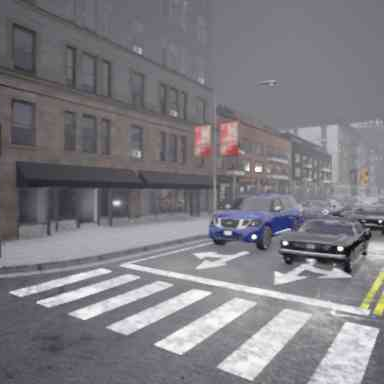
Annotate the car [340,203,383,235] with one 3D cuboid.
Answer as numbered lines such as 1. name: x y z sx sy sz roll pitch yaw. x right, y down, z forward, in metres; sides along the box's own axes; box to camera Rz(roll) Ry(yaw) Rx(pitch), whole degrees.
1. car: 9.734 1.486 18.204 1.895 1.301 4.718 1 1 35

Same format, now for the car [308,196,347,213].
1. car: 8.514 1.199 22.090 2.097 1.767 4.553 1 1 35

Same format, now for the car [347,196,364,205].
1. car: 14.455 1.162 30.448 2.097 1.767 4.553 1 1 35

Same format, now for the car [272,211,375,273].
1. car: 4.436 1.521 10.722 1.895 1.301 4.718 1 1 35

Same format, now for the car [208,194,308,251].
1. car: 2.878 1.105 14.149 2.150 2.045 5.566 1 1 35

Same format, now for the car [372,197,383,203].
1. car: 15.590 1.200 26.445 2.097 1.767 4.553 1 1 36
